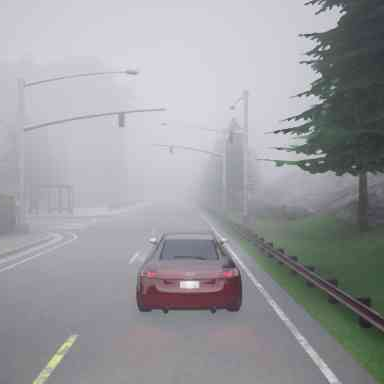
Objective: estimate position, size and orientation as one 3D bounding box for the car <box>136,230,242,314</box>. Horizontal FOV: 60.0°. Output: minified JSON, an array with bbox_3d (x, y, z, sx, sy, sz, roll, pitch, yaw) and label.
[{"bbox_3d":[-0.076,1.564,7.723,1.994,1.385,4.181,0,0,-1],"label":"car"}]
